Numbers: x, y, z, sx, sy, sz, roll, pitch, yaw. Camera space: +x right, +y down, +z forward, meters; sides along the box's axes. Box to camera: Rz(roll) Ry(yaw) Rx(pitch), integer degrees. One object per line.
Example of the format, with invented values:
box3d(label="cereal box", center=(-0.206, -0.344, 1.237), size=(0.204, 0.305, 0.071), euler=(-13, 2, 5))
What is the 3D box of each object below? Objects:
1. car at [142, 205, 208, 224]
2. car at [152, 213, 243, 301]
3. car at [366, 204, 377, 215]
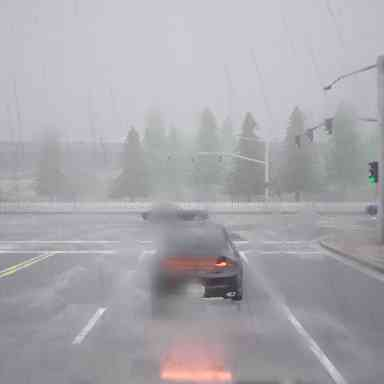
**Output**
box3d(label="car", center=(-1.098, 1.577, 23.693), size=(4.718, 1.301, 1.895), euler=(0, 0, 0))
box3d(label="car", center=(0.173, 1.508, 8.369), size=(1.837, 1.490, 4.892), euler=(0, 0, 2))
box3d(label="car", center=(18.738, 1.433, 30.741), size=(5.008, 1.535, 1.882), euler=(0, 0, 1))
